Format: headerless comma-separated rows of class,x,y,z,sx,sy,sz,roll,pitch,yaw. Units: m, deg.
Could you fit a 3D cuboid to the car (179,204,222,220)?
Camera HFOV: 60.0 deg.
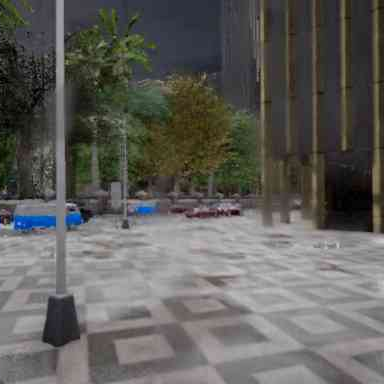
car,0.964,2.124,33.828,1.802,1.307,4.206,-2,-2,36

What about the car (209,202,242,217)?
car,4.187,2.073,38.317,1.967,1.590,4.097,-2,-2,36

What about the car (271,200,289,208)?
car,19.833,2.646,74.678,2.192,1.841,5.009,-2,-2,36

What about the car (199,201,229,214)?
car,3.215,2.137,46.915,2.097,1.767,4.553,-1,-1,36

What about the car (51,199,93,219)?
car,-10.834,1.613,27.449,2.150,2.045,5.566,-1,-1,36

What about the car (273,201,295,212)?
car,13.863,2.470,51.766,1.947,1.339,4.313,-2,-2,36

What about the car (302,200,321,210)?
car,23.535,2.488,65.225,2.192,1.841,5.009,-2,-2,36

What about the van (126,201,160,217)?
van,-5.966,1.954,38.802,1.690,1.788,3.998,-2,-2,36

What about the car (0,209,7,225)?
car,-15.638,1.922,25.343,1.802,1.307,4.206,-2,-2,36

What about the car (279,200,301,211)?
car,17.085,2.309,56.257,2.192,1.841,5.009,-2,-2,36

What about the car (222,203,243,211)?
car,6.935,2.557,56.733,1.802,1.307,4.206,-2,-2,36

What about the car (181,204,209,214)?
car,0.486,2.376,47.764,1.802,1.307,4.206,-2,-2,36

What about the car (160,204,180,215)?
car,-2.739,2.248,43.281,1.887,1.381,4.507,-2,-2,36

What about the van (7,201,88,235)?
van,-8.713,1.610,20.382,1.690,1.788,3.998,-2,-2,36

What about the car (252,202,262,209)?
car,13.384,2.595,65.705,1.967,1.590,4.097,-2,-2,36
